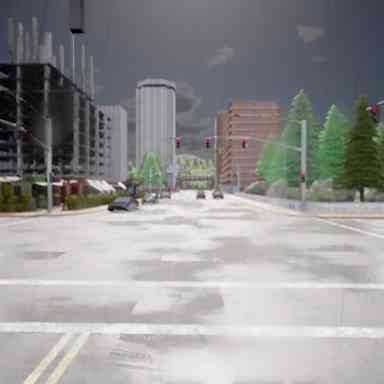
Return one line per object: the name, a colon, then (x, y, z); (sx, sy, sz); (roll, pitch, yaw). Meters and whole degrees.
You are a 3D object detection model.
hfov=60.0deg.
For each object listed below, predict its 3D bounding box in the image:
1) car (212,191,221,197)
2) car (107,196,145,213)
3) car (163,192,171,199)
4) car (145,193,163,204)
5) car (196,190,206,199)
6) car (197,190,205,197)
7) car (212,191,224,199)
car: (5.513, 0.467, 75.276); (1.895, 1.301, 4.718); (0, 1, 1)
car: (-6.376, 1.144, 31.673); (2.033, 1.411, 5.357); (0, 1, 6)
car: (-5.216, 0.682, 66.433); (1.812, 1.442, 4.674); (0, 1, 1)
car: (-5.801, 0.894, 46.656); (2.128, 1.511, 4.902); (0, 1, 2)
car: (1.780, 0.761, 66.154); (1.895, 1.301, 4.718); (0, 1, 1)
car: (2.013, 0.370, 75.334); (1.837, 1.490, 4.892); (0, 1, 1)
car: (5.287, 0.683, 66.382); (1.812, 1.442, 4.674); (0, 1, 1)
